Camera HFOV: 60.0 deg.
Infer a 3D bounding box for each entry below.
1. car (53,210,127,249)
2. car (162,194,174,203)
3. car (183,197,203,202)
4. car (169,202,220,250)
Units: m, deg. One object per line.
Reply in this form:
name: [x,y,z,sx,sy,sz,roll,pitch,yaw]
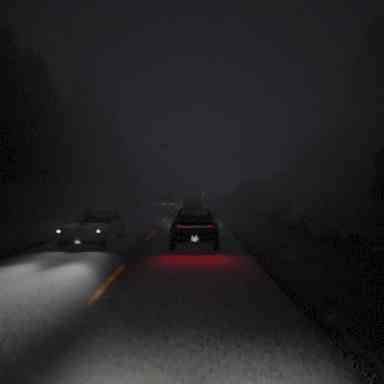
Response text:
car: [-4.108,1.488,14.177,1.895,1.301,4.718,0,0,0]
car: [-4.054,1.094,57.281,2.033,1.411,5.357,0,0,1]
car: [0.080,1.227,33.418,2.128,1.511,4.902,0,1,0]
car: [0.092,1.382,13.752,2.128,1.511,4.902,0,1,0]
